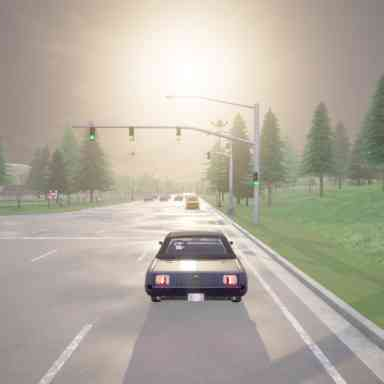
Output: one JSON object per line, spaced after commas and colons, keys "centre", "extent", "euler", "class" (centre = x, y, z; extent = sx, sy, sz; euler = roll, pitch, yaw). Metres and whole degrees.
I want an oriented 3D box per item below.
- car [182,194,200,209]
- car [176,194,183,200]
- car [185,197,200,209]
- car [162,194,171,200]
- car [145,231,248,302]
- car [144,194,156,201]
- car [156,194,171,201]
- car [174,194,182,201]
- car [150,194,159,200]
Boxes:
{"centre": [-0.018, 1.078, 46.401], "extent": [1.882, 1.535, 5.008], "euler": [-3, 17, -2], "class": "car"}
{"centre": [-3.317, 1.357, 90.900], "extent": [1.812, 1.442, 4.674], "euler": [0, 0, 0], "class": "car"}
{"centre": [0.072, 1.576, 49.853], "extent": [2.033, 1.411, 5.357], "euler": [-1, 1, 0], "class": "car"}
{"centre": [-6.817, 1.372, 90.907], "extent": [2.033, 1.411, 5.357], "euler": [0, 0, 0], "class": "car"}
{"centre": [0.095, 1.601, 8.185], "extent": [1.895, 1.301, 4.718], "euler": [0, 0, 1], "class": "car"}
{"centre": [-10.338, 1.531, 80.494], "extent": [2.033, 1.411, 5.357], "euler": [0, 0, 0], "class": "car"}
{"centre": [-6.838, 1.531, 80.487], "extent": [2.033, 1.411, 5.357], "euler": [0, 0, 0], "class": "car"}
{"centre": [-3.337, 1.545, 80.896], "extent": [1.994, 1.385, 4.181], "euler": [0, 0, 0], "class": "car"}
{"centre": [-10.317, 1.332, 90.914], "extent": [1.837, 1.490, 4.892], "euler": [0, 0, 0], "class": "car"}
